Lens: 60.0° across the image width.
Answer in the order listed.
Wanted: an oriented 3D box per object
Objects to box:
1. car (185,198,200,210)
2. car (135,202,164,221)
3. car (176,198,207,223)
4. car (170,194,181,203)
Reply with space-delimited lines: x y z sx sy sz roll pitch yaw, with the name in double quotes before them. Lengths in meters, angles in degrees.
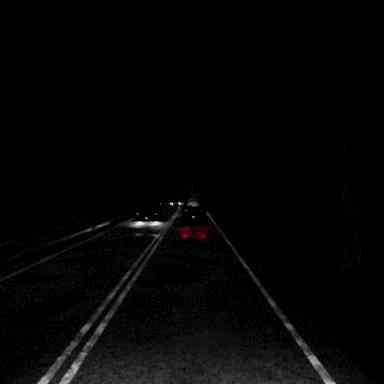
"car" 0.106 1.498 43.017 1.812 1.442 4.674 0 0 0
"car" -3.346 1.534 27.141 2.033 1.411 5.357 0 0 0
"car" 0.103 1.482 25.085 2.128 1.511 4.902 0 0 0
"car" -3.245 1.325 68.096 2.097 1.767 4.553 0 0 0
